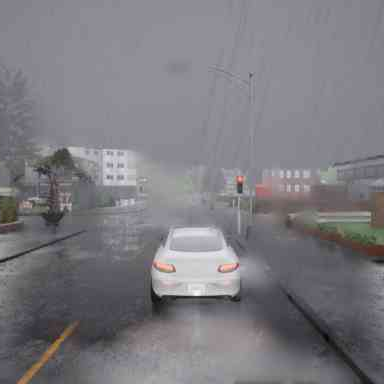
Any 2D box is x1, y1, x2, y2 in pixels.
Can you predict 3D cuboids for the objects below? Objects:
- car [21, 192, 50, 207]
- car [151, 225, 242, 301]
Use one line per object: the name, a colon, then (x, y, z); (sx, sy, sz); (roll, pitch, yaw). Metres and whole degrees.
car: (-19.838, 0.986, 42.815); (1.905, 1.878, 3.866); (0, 0, 35)
car: (0.082, 1.526, 8.170); (1.812, 1.442, 4.674); (0, 0, 0)
